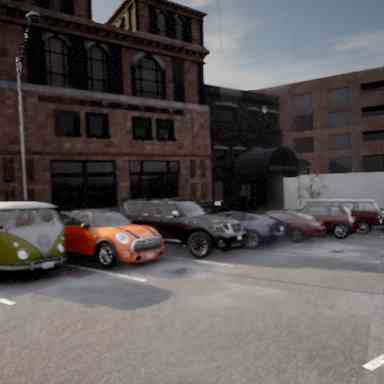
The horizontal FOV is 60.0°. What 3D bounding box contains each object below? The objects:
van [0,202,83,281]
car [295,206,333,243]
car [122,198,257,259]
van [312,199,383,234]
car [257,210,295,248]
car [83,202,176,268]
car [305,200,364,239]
[{"bbox_3d":[-5.418,1.267,9.568,4.442,1.987,1.878,-1,0,34],"label":"van"},{"bbox_3d":[4.214,1.606,16.608,4.674,1.452,2.002,-1,-1,34],"label":"car"},{"bbox_3d":[-0.623,1.265,13.116,5.566,2.045,2.435,-1,-1,34],"label":"car"},{"bbox_3d":[9.168,1.413,20.056,4.442,1.987,1.878,-1,-2,34],"label":"van"},{"bbox_3d":[1.756,1.568,14.880,4.792,1.488,2.163,-1,-1,34],"label":"car"},{"bbox_3d":[-3.108,1.375,11.396,4.553,1.767,2.185,-1,-1,34],"label":"car"},{"bbox_3d":[6.664,1.475,18.343,4.553,1.767,2.185,-1,-1,34],"label":"car"}]
